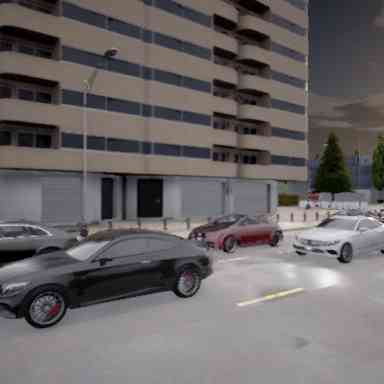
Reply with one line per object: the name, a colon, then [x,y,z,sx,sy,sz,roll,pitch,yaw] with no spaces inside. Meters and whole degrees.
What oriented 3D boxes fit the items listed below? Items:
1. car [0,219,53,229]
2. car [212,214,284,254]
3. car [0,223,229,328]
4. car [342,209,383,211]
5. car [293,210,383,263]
car: [-5.394,1.496,8.733,4.902,1.511,2.128,1,0,-35]
car: [1.908,1.629,13.937,4.181,1.385,1.994,0,0,-36]
car: [-1.633,1.544,7.111,4.674,1.442,1.812,1,0,-35]
car: [9.290,1.690,19.193,4.181,1.385,1.994,1,0,-35]
car: [5.773,1.606,12.387,4.674,1.442,1.812,0,0,-35]
